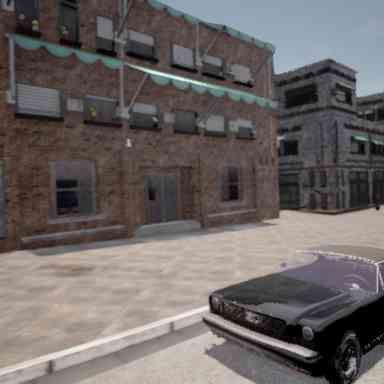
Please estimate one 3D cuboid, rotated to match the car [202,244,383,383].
[{"bbox_3d":[2.430,1.642,5.583,4.718,1.301,1.895,0,-1,-40],"label":"car"}]
